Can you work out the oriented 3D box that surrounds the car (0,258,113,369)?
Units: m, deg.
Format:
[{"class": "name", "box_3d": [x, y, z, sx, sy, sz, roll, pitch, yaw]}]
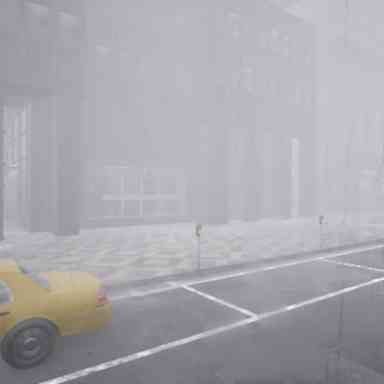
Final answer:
[{"class": "car", "box_3d": [-3.475, 1.525, 4.169, 4.829, 1.417, 1.752, 0, 0, -36]}]
